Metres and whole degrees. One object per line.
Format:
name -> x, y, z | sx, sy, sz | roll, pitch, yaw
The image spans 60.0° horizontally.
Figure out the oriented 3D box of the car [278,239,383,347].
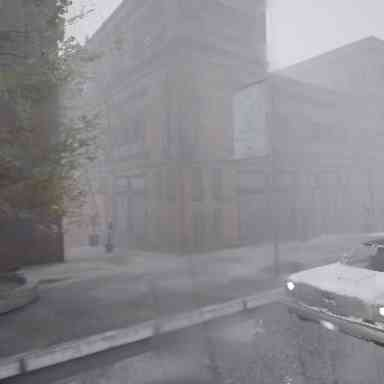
car -> 3.758, 1.595, 6.034 | 4.718, 1.301, 1.895 | 0, 0, -35
